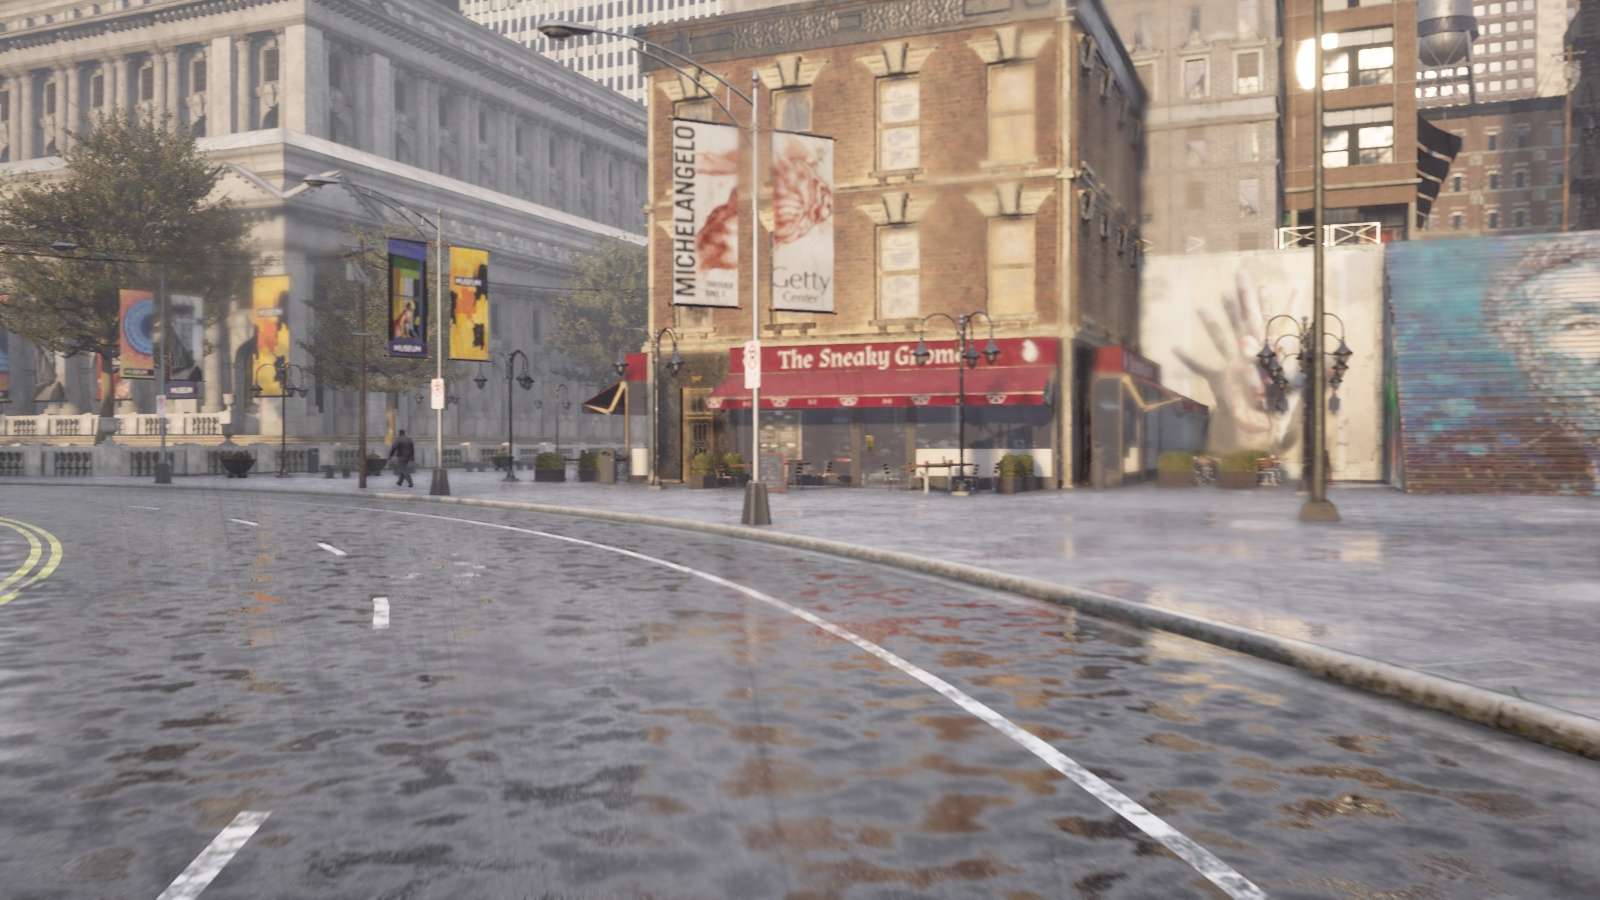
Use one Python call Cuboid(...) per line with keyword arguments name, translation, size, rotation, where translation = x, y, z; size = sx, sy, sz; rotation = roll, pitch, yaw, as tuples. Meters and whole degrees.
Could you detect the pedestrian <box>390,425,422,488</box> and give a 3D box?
Cuboid(name="pedestrian", translation=(-11.931, 0.192, 38.009), size=(0.849, 1.883, 0.563), rotation=(0, 0, 42))
